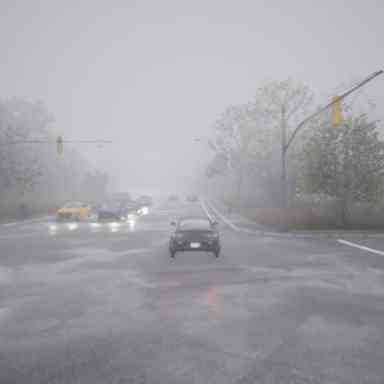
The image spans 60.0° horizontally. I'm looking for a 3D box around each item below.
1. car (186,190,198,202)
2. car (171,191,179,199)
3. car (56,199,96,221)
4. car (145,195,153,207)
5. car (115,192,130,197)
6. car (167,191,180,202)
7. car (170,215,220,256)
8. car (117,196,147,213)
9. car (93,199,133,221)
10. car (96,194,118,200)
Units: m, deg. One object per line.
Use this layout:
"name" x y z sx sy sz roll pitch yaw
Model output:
"car" 0.001 0.960 60.358 1.994 1.385 4.181 0 2 0
"car" -3.599 0.537 69.966 1.812 1.442 4.674 0 2 -3
"car" -10.597 1.694 30.146 1.882 1.535 5.008 0 0 0
"car" -7.020 1.305 49.801 2.128 1.511 4.902 0 2 1
"car" -10.521 1.039 49.654 2.150 2.045 5.566 0 2 0
"car" -3.498 1.008 60.065 1.895 1.301 4.718 0 2 0
"car" 0.101 1.642 13.480 1.812 1.442 4.674 0 -1 0
"car" -7.084 1.592 39.748 2.128 1.511 4.902 0 1 0
"car" -7.086 1.693 30.275 1.882 1.535 5.008 0 0 1
"car" -10.583 1.467 39.003 2.097 1.767 4.553 0 1 0
